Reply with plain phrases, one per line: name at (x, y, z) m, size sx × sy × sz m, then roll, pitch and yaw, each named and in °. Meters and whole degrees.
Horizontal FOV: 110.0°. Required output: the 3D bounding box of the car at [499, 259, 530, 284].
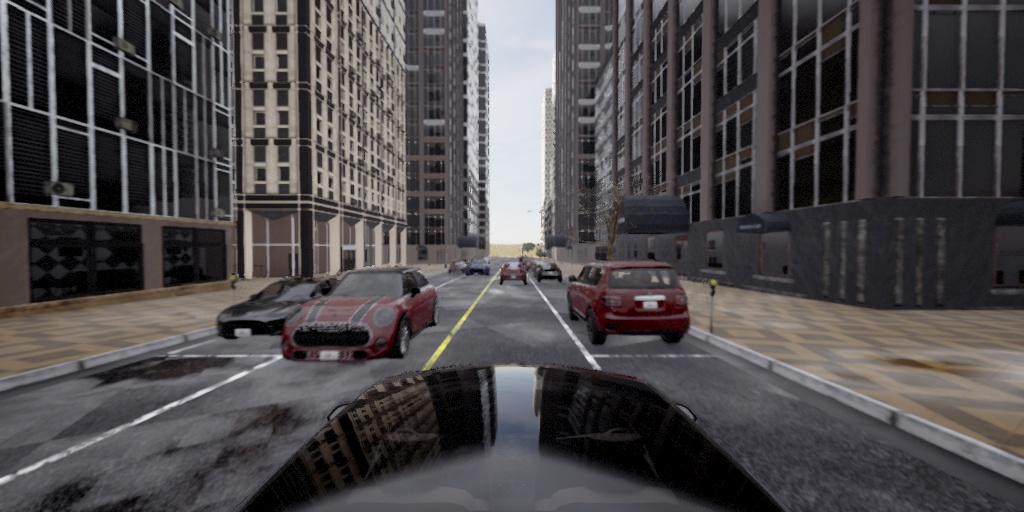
car at (0.093, 1.158, 25.297) m, size 1.812 × 1.442 × 4.674 m, roll 0°, pitch 1°, yaw 0°

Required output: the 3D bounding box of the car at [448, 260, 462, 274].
car at (-5.676, 1.148, 38.328) m, size 1.802 × 1.307 × 4.207 m, roll 0°, pitch 0°, yaw 0°

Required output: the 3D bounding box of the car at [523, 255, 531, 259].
car at (2.669, 0.976, 43.946) m, size 1.967 × 1.591 × 4.097 m, roll 0°, pitch 0°, yaw 0°

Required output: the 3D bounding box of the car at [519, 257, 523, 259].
car at (0.063, 1.144, 42.614) m, size 1.895 × 1.301 × 4.718 m, roll 0°, pitch 0°, yaw 0°

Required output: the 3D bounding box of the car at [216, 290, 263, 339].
car at (-5.832, 1.276, 9.958) m, size 1.948 × 1.339 × 4.313 m, roll 0°, pitch 0°, yaw 0°

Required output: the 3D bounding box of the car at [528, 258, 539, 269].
car at (2.675, 1.146, 32.596) m, size 2.007 × 1.370 × 4.403 m, roll 0°, pitch 0°, yaw 0°

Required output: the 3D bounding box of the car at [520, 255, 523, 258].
car at (2.660, 0.878, 60.969) m, size 1.967 × 1.591 × 4.097 m, roll 0°, pitch 0°, yaw 0°

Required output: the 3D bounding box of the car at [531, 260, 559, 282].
car at (2.678, 1.190, 26.923) m, size 1.948 × 1.339 × 4.313 m, roll 0°, pitch 0°, yaw 0°

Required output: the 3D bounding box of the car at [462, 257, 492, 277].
car at (-3.051, 0.944, 33.095) m, size 2.097 × 1.767 × 4.553 m, roll 0°, pitch 0°, yaw 0°

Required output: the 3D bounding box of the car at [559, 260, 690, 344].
car at (2.727, 1.027, 9.413) m, size 2.192 × 1.841 × 5.009 m, roll 0°, pitch 0°, yaw 0°

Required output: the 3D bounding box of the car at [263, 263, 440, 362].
car at (-3.090, 1.069, 8.293) m, size 2.097 × 1.767 × 4.553 m, roll 0°, pitch 0°, yaw 0°
